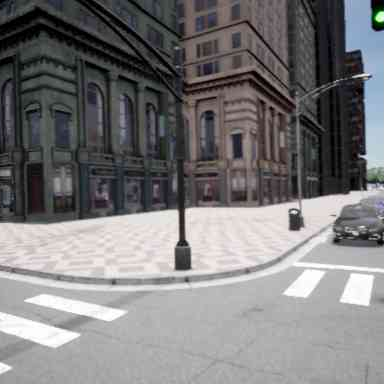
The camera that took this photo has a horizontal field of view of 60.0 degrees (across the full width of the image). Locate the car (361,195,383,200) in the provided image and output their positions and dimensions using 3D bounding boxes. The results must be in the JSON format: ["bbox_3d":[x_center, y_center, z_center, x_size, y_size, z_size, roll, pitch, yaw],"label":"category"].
[{"bbox_3d":[12.637,1.179,23.608,1.812,1.442,4.674,-2,0,31],"label":"car"}]

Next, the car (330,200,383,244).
[{"bbox_3d":[7.419,1.305,14.727,1.837,1.490,4.892,-2,0,30],"label":"car"}]

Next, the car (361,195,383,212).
[{"bbox_3d":[17.981,1.051,32.731,2.033,1.411,5.357,-2,0,31],"label":"car"}]
